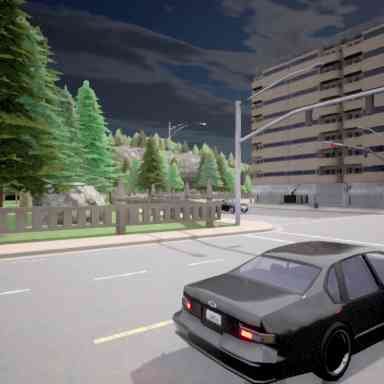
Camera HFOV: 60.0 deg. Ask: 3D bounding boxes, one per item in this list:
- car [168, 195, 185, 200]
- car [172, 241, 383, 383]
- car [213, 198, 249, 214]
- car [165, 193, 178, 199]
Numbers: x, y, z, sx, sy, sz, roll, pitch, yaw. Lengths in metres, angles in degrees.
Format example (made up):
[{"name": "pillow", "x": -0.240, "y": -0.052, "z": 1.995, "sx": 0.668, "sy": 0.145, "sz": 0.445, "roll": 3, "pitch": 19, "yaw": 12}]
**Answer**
[{"name": "car", "x": -1.135, "y": 1.492, "z": 44.537, "sx": 2.033, "sy": 1.411, "sz": 5.357, "roll": 0, "pitch": 0, "yaw": -19}, {"name": "car", "x": 2.312, "y": 1.547, "z": 5.438, "sx": 5.357, "sy": 1.411, "sz": 2.033, "roll": 0, "pitch": 0, "yaw": -35}, {"name": "car", "x": 3.877, "y": 1.436, "z": 34.920, "sx": 2.128, "sy": 1.511, "sz": 4.902, "roll": 0, "pitch": 0, "yaw": -32}, {"name": "car", "x": -3.543, "y": 1.156, "z": 59.491, "sx": 2.150, "sy": 2.045, "sz": 5.566, "roll": 0, "pitch": 1, "yaw": 2}]
